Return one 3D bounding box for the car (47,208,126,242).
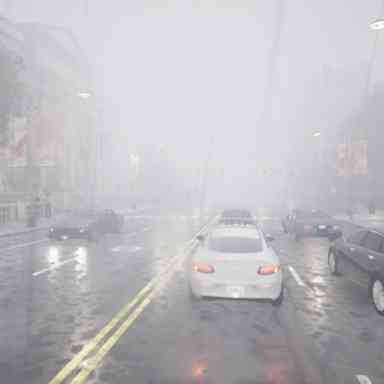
[{"bbox_3d":[-4.990,1.538,16.690,2.033,1.411,5.357,0,0,8],"label":"car"}]

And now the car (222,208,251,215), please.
[{"bbox_3d":[2.322,1.537,17.488,2.033,1.411,5.357,0,0,8],"label":"car"}]

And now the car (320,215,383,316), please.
[{"bbox_3d":[4.469,1.500,7.326,1.837,1.490,4.892,0,0,7],"label":"car"}]

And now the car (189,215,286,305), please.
[{"bbox_3d":[1.034,1.521,8.031,1.812,1.442,4.674,0,0,7],"label":"car"}]

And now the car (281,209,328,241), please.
[{"bbox_3d":[5.759,1.538,16.597,2.033,1.411,5.357,0,0,6],"label":"car"}]
